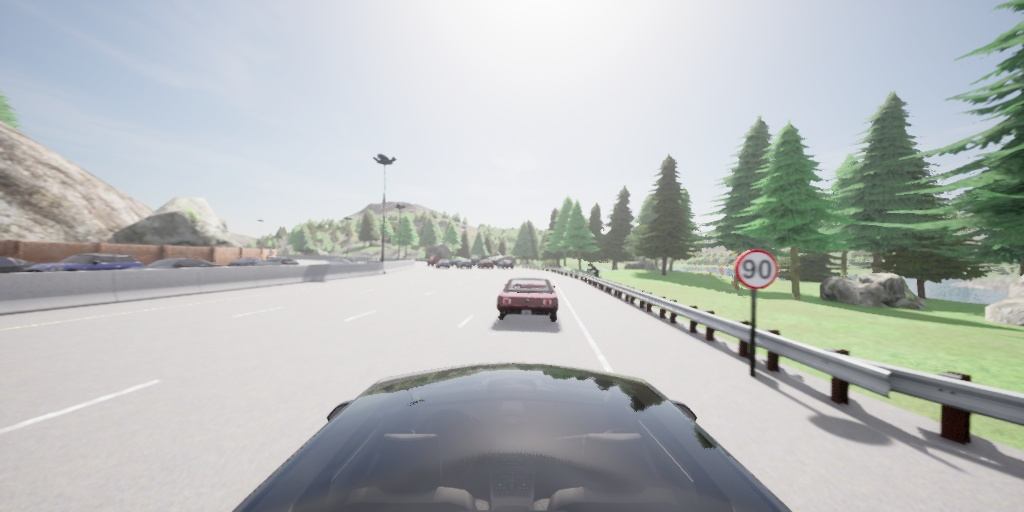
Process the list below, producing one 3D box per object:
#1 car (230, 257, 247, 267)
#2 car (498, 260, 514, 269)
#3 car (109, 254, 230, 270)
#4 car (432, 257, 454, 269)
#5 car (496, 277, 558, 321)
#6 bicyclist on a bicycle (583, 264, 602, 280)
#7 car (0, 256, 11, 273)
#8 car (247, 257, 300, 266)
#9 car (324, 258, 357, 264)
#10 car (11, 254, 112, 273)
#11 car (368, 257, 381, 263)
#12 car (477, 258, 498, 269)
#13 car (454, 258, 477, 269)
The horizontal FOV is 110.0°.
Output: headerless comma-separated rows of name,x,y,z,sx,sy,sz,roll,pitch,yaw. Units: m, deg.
car,-29.745,0.784,40.497,1.994,1.385,4.181,1,0,-3
car,-1.152,1.419,60.553,1.837,1.490,4.892,1,0,-17
car,-20.022,0.849,21.359,1.882,1.535,5.008,1,0,4
car,-10.822,1.234,56.181,2.033,1.411,5.357,1,0,-17
car,0.611,1.400,12.881,1.895,1.301,4.718,1,0,4
bicyclist on a bicycle,6.929,1.483,30.722,1.656,1.620,0.582,5,0,4
car,-30.596,0.684,20.536,2.033,1.411,5.357,1,0,4
car,-22.715,0.860,34.781,1.837,1.490,4.892,1,0,1
car,-19.253,0.973,39.728,1.812,1.442,4.674,1,0,-3
car,-23.623,0.641,20.063,2.097,1.767,4.553,1,0,4
car,-22.145,0.970,57.708,2.128,1.511,4.902,1,0,-18
car,-4.344,1.316,58.989,1.882,1.535,5.008,1,0,-17
car,-7.612,1.254,57.666,2.128,1.511,4.902,1,0,-17
